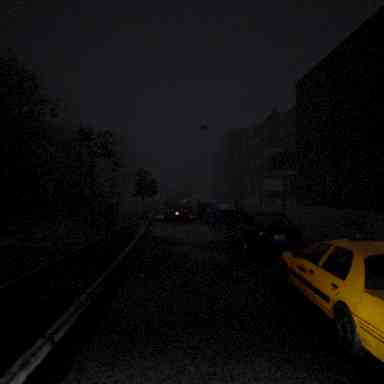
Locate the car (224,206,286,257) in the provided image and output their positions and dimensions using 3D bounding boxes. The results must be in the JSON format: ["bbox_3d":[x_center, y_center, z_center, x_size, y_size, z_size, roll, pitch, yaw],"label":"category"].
[{"bbox_3d":[2.739,1.517,13.032,2.163,1.488,4.792,0,0,-2],"label":"car"}]

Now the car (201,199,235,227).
[{"bbox_3d":[2.083,1.485,22.608,2.097,1.535,5.008,0,0,-4],"label":"car"}]

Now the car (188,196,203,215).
[{"bbox_3d":[1.118,1.473,33.558,2.231,1.521,4.892,0,0,-5],"label":"car"}]

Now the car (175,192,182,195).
[{"bbox_3d":[-1.322,1.142,61.217,2.435,2.045,5.566,0,0,-5],"label":"car"}]

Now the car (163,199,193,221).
[{"bbox_3d":[-1.273,1.561,26.769,1.994,1.385,4.181,0,0,-5],"label":"car"}]

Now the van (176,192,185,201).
[{"bbox_3d":[-2.792,1.085,77.880,1.878,1.987,4.442,0,0,-5],"label":"van"}]

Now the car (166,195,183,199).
[{"bbox_3d":[-2.663,1.459,42.833,2.128,1.511,4.902,0,0,-5],"label":"car"}]

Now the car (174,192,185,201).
[{"bbox_3d":[-3.273,1.027,83.316,2.435,2.045,5.566,0,0,-5],"label":"car"}]

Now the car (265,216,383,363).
[{"bbox_3d":[2.989,1.480,5.995,1.946,1.575,5.366,0,0,-1],"label":"car"}]

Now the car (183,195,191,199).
[{"bbox_3d":[0.139,1.478,44.643,2.163,1.488,4.792,0,0,-5],"label":"car"}]

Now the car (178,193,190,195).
[{"bbox_3d":[-0.835,1.445,55.695,2.163,1.488,4.792,0,0,-5],"label":"car"}]
